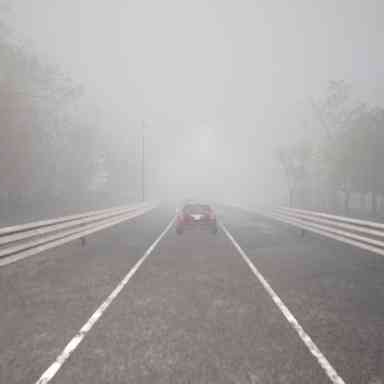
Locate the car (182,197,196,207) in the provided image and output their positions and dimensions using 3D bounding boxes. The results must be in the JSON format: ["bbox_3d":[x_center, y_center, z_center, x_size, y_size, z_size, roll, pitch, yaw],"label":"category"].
[{"bbox_3d":[-0.526,1.502,51.095,1.837,1.490,4.892,1,0,-4],"label":"car"}]

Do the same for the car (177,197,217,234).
[{"bbox_3d":[0.295,1.366,19.452,2.097,1.767,4.553,0,0,1],"label":"car"}]
